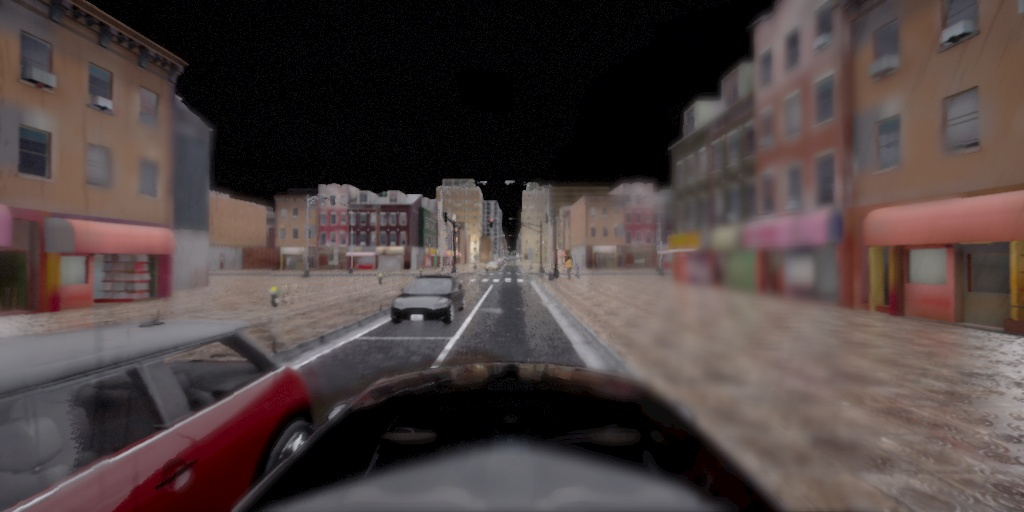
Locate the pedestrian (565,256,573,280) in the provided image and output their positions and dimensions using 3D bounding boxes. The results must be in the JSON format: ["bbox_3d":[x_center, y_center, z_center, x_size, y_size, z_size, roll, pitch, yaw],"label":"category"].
[{"bbox_3d":[4.513,0.926,28.419,0.375,1.860,0.375,0,-1,0],"label":"pedestrian"}]

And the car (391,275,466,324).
[{"bbox_3d":[-2.636,1.329,12.111,1.948,1.339,4.313,0,0,0],"label":"car"}]

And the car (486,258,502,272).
[{"bbox_3d":[-2.632,1.382,49.710,1.751,1.417,4.829,0,0,0],"label":"car"}]

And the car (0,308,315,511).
[{"bbox_3d":[-2.637,1.190,1.351,1.967,1.591,4.097,0,0,0],"label":"car"}]

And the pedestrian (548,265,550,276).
[{"bbox_3d":[3.183,1.315,29.615,0.500,1.100,0.500,0,-1,0],"label":"pedestrian"}]

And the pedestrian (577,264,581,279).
[{"bbox_3d":[5.450,1.185,29.016,0.375,1.300,0.375,0,-1,0],"label":"pedestrian"}]

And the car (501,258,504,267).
[{"bbox_3d":[-2.632,1.421,55.484,1.888,1.381,4.507,0,0,0],"label":"car"}]
